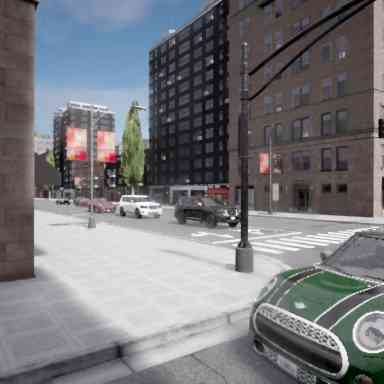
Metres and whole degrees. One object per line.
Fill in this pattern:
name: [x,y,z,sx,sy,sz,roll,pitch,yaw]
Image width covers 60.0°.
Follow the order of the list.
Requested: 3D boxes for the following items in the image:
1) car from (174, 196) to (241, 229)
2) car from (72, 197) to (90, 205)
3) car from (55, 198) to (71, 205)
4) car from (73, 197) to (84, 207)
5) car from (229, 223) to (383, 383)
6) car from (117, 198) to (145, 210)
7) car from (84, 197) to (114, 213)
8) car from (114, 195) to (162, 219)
car: [0.928,1.286,22.893,2.150,2.045,5.566,0,0,-36]
car: [-22.136,1.748,66.269,2.128,1.511,4.902,0,0,-36]
car: [-25.310,1.856,65.113,1.895,1.301,4.718,0,0,-36]
car: [-17.864,1.736,54.805,1.812,1.442,4.674,0,0,-36]
car: [3.050,1.349,4.798,4.553,1.767,2.097,0,0,-28]
car: [-8.856,1.666,47.885,2.128,1.511,4.902,0,0,-36]
car: [-10.601,1.492,38.878,2.097,1.767,4.553,0,0,-36]
car: [-4.942,1.325,31.027,2.150,2.045,5.566,0,0,-36]
